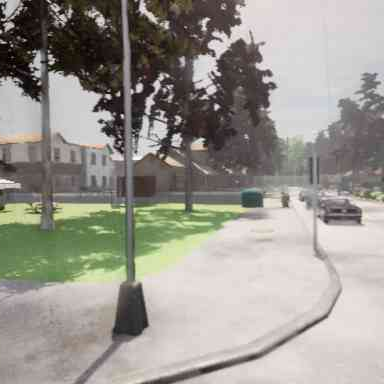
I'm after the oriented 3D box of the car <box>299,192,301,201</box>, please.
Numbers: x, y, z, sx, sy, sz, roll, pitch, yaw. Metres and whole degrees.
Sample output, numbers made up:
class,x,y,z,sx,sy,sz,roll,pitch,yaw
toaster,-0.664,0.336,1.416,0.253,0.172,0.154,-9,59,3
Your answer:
class,x,y,z,sx,sy,sz,roll,pitch,yaw
car,13.551,0.382,38.872,2.033,1.411,5.357,0,1,15

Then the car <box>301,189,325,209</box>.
class,x,y,z,sx,sy,sz,roll,pitch,yaw
car,10.893,0.683,28.862,1.994,1.385,4.181,0,1,15

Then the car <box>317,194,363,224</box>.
class,x,y,z,sx,sy,sz,roll,pitch,yaw
car,8.364,0.995,19.201,1.895,1.301,4.718,0,1,15
